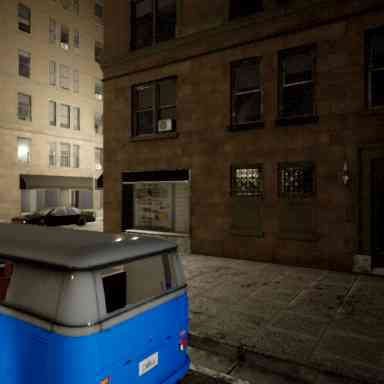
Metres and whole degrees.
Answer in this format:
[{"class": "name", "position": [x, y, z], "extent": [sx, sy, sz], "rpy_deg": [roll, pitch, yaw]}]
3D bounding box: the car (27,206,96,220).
[{"class": "car", "position": [-8.771, 1.626, 21.486], "extent": [2.033, 1.411, 5.357], "rpy_deg": [0, 0, 33]}]

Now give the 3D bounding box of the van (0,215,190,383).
[{"class": "van", "position": [-1.948, 1.341, 4.074], "extent": [3.998, 1.788, 1.690], "rpy_deg": [0, 0, 33]}]
